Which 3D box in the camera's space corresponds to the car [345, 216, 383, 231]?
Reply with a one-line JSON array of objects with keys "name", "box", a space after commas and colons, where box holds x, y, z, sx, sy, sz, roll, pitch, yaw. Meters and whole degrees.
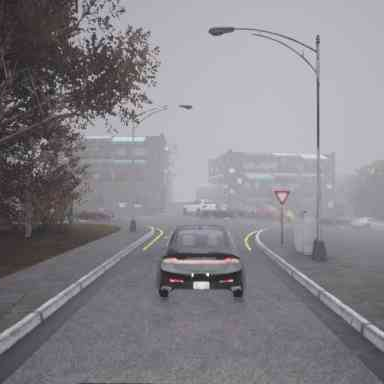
[{"name": "car", "box": [19.787, 3.587, 36.544, 4.674, 1.442, 1.812, 6, -2, -11]}]

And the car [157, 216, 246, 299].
[{"name": "car", "box": [0.217, 1.588, 8.692, 2.128, 1.511, 4.902, 0, -1, 1]}]

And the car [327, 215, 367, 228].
[{"name": "car", "box": [21.469, 4.060, 46.168, 2.002, 1.452, 4.674, 6, -3, -31]}]

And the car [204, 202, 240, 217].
[{"name": "car", "box": [3.770, 2.237, 42.613, 2.185, 1.767, 4.553, 4, -3, -32]}]

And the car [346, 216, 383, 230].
[{"name": "car", "box": [24.427, 4.342, 46.752, 2.002, 1.452, 4.674, 7, -3, -31]}]

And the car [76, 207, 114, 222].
[{"name": "car", "box": [-10.493, 2.342, 35.055, 4.674, 1.442, 1.812, -2, -1, 22]}]

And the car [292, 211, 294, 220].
[{"name": "car", "box": [12.531, 3.170, 44.579, 1.946, 1.575, 5.366, 6, -3, -31]}]

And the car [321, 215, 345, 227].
[{"name": "car", "box": [15.253, 3.362, 39.594, 4.718, 1.301, 1.895, 5, -2, -11]}]

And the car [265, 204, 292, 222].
[{"name": "car", "box": [9.715, 2.642, 43.809, 2.435, 2.045, 5.566, 7, -3, -32]}]

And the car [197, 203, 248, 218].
[{"name": "car", "box": [3.347, 2.325, 37.185, 4.718, 1.301, 1.895, 3, -1, -11]}]

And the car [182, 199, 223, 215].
[{"name": "car", "box": [0.904, 1.952, 41.955, 2.435, 2.045, 5.566, 1, -2, -31]}]

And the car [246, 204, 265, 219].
[{"name": "car", "box": [6.731, 2.481, 43.181, 2.185, 1.767, 4.553, 6, -3, -32]}]
